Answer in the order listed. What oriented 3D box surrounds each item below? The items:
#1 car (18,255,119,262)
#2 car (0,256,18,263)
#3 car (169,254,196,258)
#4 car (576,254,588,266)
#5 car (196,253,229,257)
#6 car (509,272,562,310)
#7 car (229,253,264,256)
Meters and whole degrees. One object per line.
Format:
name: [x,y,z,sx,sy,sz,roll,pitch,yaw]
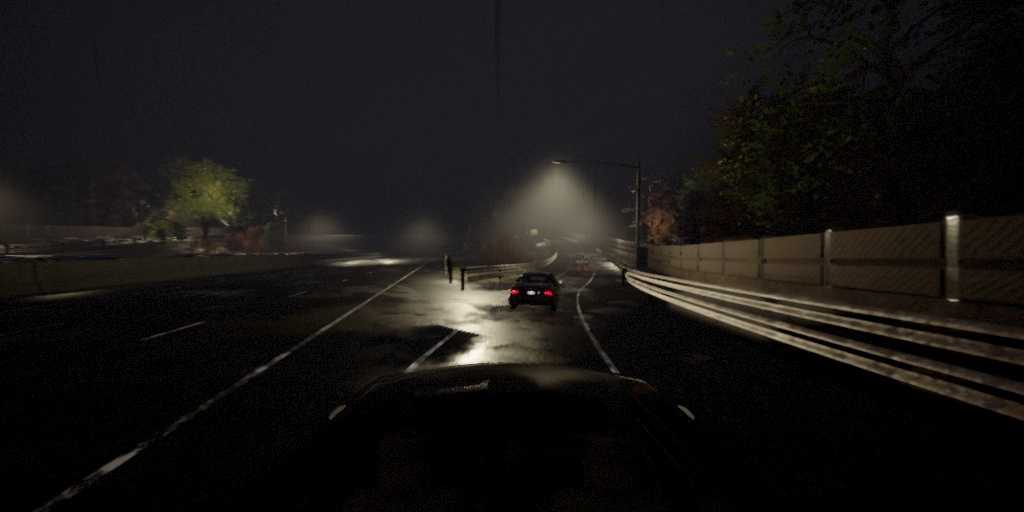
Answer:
car: [-26.811,0.734,22.553,1.882,1.535,5.008,0,1,-10]
car: [-30.344,0.731,22.435,2.128,1.511,4.902,0,1,-10]
car: [-37.128,0.464,40.468,1.812,1.442,4.674,0,1,-10]
car: [11.260,0.852,57.945,1.895,1.301,4.718,1,3,10]
car: [-33.817,0.442,41.836,1.837,1.490,4.892,0,0,-10]
car: [1.094,1.382,15.348,2.033,1.411,5.357,1,0,9]
car: [-30.303,0.428,42.035,1.882,1.535,5.008,0,1,-10]
